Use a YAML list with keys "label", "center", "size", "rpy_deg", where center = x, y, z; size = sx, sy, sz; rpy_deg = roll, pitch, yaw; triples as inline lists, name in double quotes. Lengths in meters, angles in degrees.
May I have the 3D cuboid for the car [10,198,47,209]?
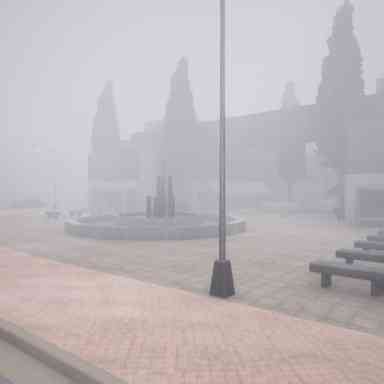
- label: "car"
  center: [-21.817, 1.506, 44.582]
  size: [2.033, 1.411, 5.357]
  rpy_deg: [0, 0, 12]
